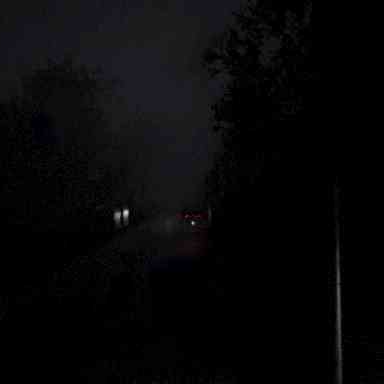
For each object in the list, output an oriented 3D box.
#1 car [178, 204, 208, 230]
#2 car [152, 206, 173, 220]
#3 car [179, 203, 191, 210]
[{"bbox_3d":[0.058,1.805,23.731,1.837,1.490,4.892,0,-2,0],"label":"car"},{"bbox_3d":[-2.925,2.112,33.626,1.895,1.301,4.718,0,-1,0],"label":"car"},{"bbox_3d":[-1.476,3.191,74.034,2.128,1.511,4.902,0,-2,5],"label":"car"}]
